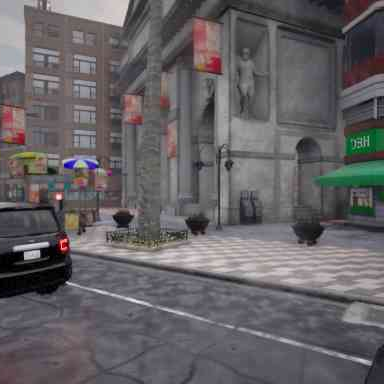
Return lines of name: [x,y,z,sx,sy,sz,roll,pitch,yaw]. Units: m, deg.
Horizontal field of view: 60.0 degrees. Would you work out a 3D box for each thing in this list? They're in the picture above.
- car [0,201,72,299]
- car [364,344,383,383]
car: [-5.042,1.221,7.538,5.566,2.045,2.150,0,0,36]
car: [3.595,1.547,1.316,5.357,1.411,2.033,0,0,37]
